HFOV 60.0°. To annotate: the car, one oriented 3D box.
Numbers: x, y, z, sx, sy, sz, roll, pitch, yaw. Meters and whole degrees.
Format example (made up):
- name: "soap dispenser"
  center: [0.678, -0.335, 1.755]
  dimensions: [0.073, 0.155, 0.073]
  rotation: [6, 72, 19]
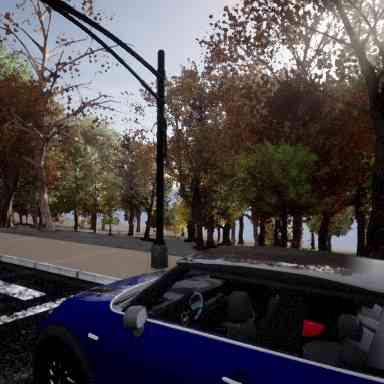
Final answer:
- name: "car"
  center: [0.432, 1.352, 3.349]
  dimensions: [4.553, 1.767, 2.097]
  rotation: [0, 0, 34]
